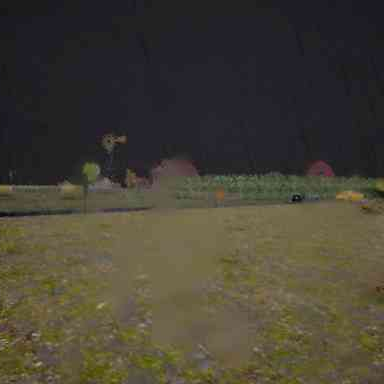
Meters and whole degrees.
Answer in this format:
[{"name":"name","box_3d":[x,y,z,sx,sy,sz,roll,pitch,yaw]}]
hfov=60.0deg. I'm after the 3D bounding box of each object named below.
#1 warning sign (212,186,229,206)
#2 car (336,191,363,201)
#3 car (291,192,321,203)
[{"name":"warning sign","box_3d":[2.686,0.392,31.677,1.060,1.860,1.300,0,0,-35]},{"name":"car","box_3d":[23.404,0.549,49.278,5.008,1.535,1.882,0,1,-35]},{"name":"car","box_3d":[14.872,0.706,43.210,4.181,1.385,1.994,-1,1,-35]}]
